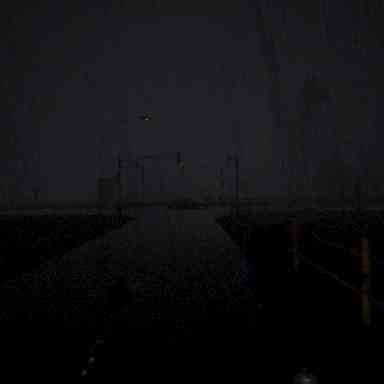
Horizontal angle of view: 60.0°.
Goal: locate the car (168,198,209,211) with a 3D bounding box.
[{"bbox_3d":[-0.422,1.486,39.856,5.008,1.535,1.882,-1,1,0],"label":"car"}]
